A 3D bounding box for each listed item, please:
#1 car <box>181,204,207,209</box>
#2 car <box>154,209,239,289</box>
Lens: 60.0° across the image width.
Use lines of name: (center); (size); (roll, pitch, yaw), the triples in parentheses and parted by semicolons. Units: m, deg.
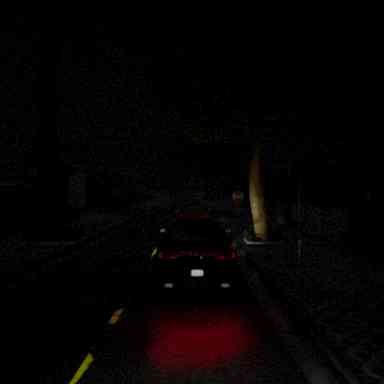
car: (0.112, 1.449, 20.005); (1.882, 1.535, 5.008); (0, 0, 0)
car: (0.105, 1.470, 9.195); (1.882, 1.535, 5.008); (0, 0, 0)
